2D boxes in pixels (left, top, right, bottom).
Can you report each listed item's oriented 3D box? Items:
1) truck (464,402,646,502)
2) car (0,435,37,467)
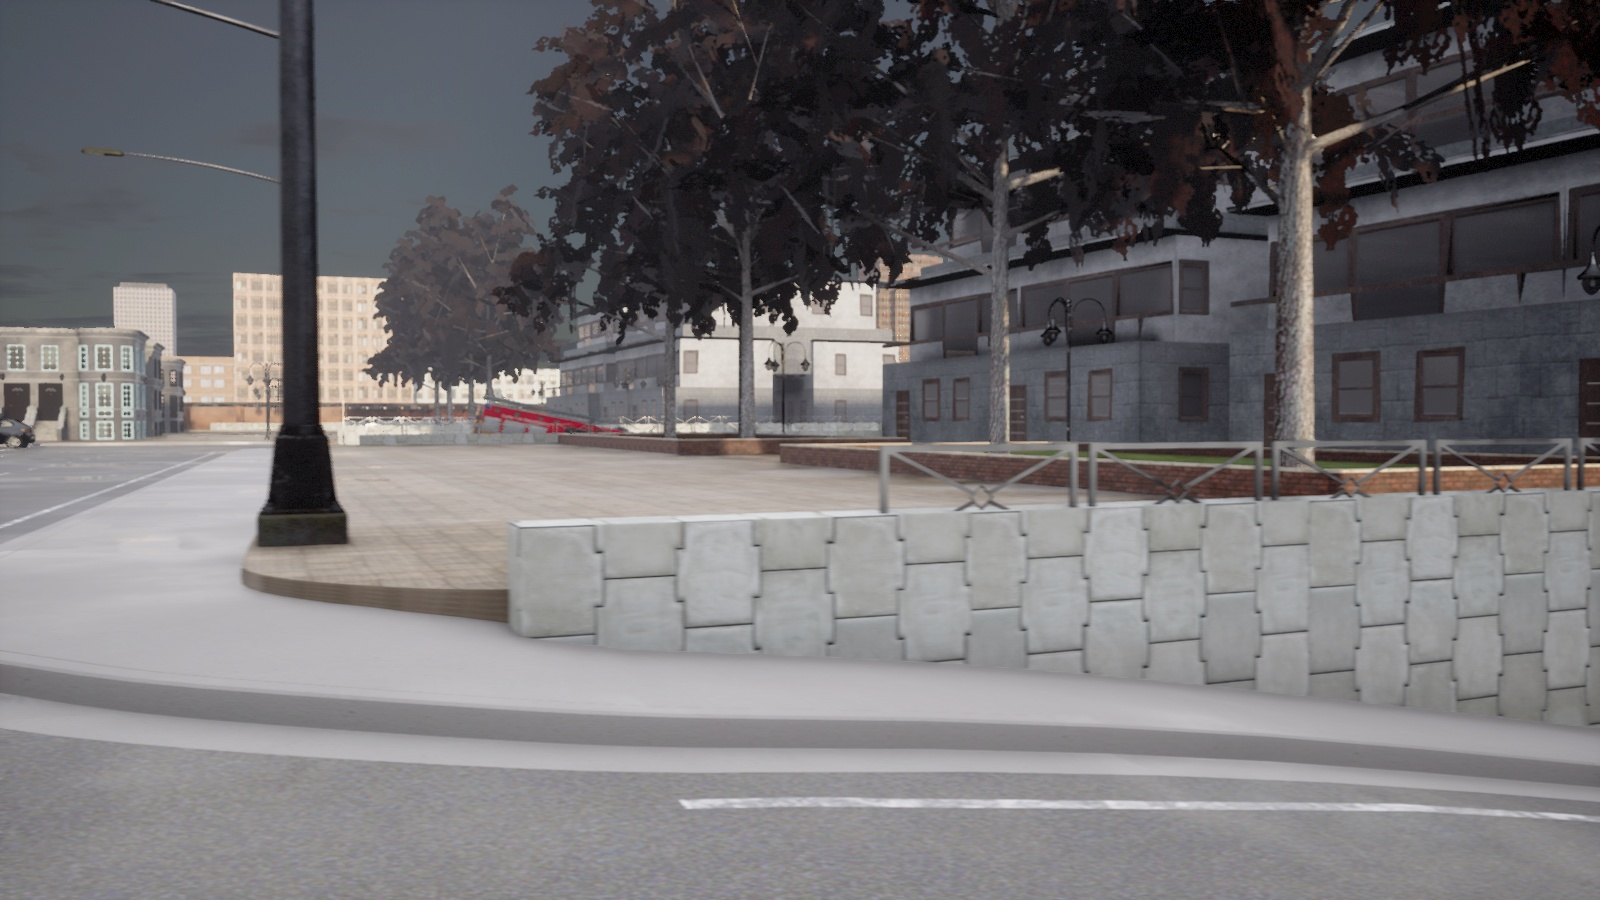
[{"bbox_3d":[-12.855,0.128,65.947,8.468,3.827,2.891,10,-3,-22],"label":"truck"},{"bbox_3d":[-38.680,0.081,59.368,4.193,1.474,1.816,-2,2,-22],"label":"car"}]
